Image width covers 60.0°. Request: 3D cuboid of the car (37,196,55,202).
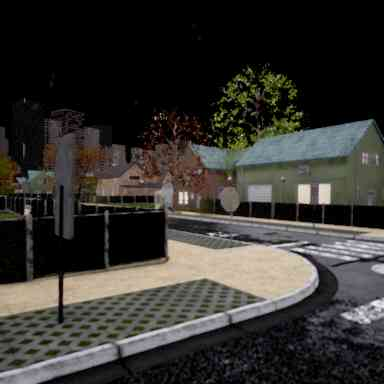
[{"bbox_3d":[-20.250,1.279,45.916,1.837,1.490,4.892,1,0,-37],"label":"car"}]
